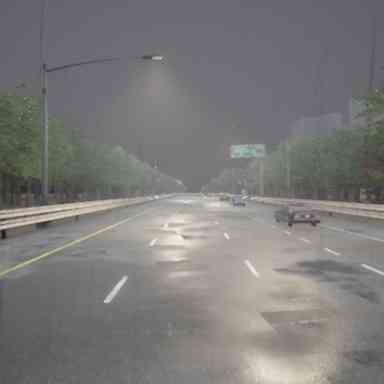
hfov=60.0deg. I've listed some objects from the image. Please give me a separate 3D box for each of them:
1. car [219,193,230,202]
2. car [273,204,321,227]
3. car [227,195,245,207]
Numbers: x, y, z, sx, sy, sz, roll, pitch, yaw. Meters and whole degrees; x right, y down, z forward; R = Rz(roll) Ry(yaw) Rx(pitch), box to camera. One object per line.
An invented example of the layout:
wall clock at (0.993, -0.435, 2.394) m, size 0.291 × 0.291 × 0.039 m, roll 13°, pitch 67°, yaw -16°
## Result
car at (7.316, 1.315, 75.329) m, size 2.097 × 1.767 × 4.553 m, roll 0°, pitch 0°, yaw 0°
car at (7.040, 1.549, 22.769) m, size 2.033 × 1.411 × 5.357 m, roll 0°, pitch 0°, yaw 0°
car at (7.174, 1.533, 52.361) m, size 2.033 × 1.411 × 5.357 m, roll 0°, pitch 0°, yaw 0°
